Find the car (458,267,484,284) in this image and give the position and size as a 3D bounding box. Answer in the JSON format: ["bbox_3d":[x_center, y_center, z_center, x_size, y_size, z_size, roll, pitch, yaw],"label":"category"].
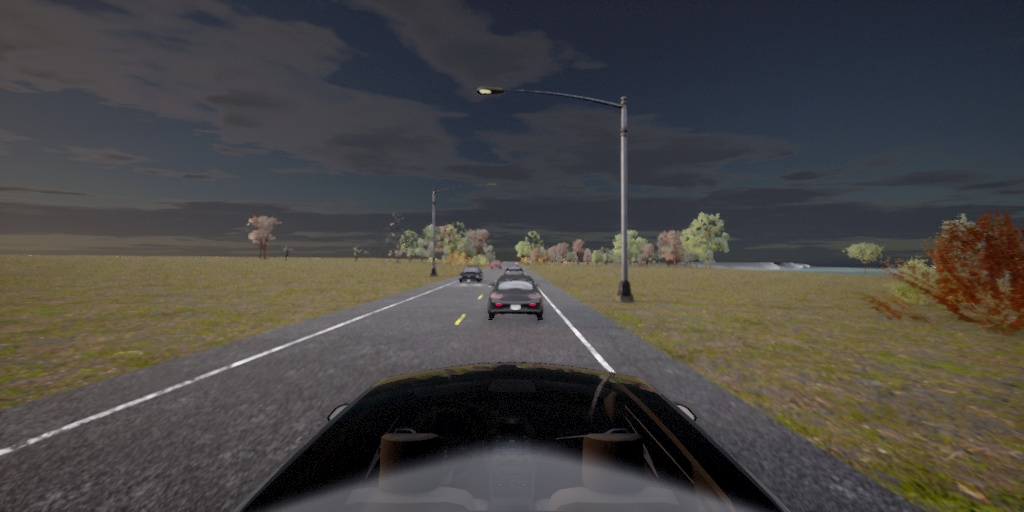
[{"bbox_3d":[-3.511,1.652,31.860,2.033,1.411,5.357,0,-1,0],"label":"car"}]

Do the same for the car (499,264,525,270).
[{"bbox_3d":[0.194,1.617,33.651,2.128,1.511,4.902,0,-1,0],"label":"car"}]

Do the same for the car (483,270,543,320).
[{"bbox_3d":[0.123,1.412,13.244,1.812,1.442,4.674,0,0,0],"label":"car"}]
